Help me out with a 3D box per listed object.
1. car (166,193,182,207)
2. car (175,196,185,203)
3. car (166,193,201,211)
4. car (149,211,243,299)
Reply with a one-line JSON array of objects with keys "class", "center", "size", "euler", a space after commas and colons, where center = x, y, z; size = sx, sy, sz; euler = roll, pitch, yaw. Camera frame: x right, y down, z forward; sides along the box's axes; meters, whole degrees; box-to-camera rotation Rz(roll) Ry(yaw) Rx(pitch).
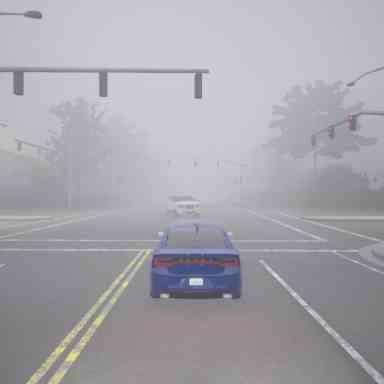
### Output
[{"class": "car", "center": [-2.786, 1.220, 51.750], "size": [2.150, 2.045, 5.566], "euler": [0, 0, 0]}, {"class": "car", "center": [-2.529, 1.525, 69.328], "size": [1.812, 1.442, 4.674], "euler": [0, 0, 1]}, {"class": "car", "center": [-0.946, 1.221, 30.788], "size": [2.150, 2.045, 5.566], "euler": [-1, 0, -17]}, {"class": "car", "center": [0.086, 1.478, 8.515], "size": [1.882, 1.535, 5.008], "euler": [0, 0, 0]}]
